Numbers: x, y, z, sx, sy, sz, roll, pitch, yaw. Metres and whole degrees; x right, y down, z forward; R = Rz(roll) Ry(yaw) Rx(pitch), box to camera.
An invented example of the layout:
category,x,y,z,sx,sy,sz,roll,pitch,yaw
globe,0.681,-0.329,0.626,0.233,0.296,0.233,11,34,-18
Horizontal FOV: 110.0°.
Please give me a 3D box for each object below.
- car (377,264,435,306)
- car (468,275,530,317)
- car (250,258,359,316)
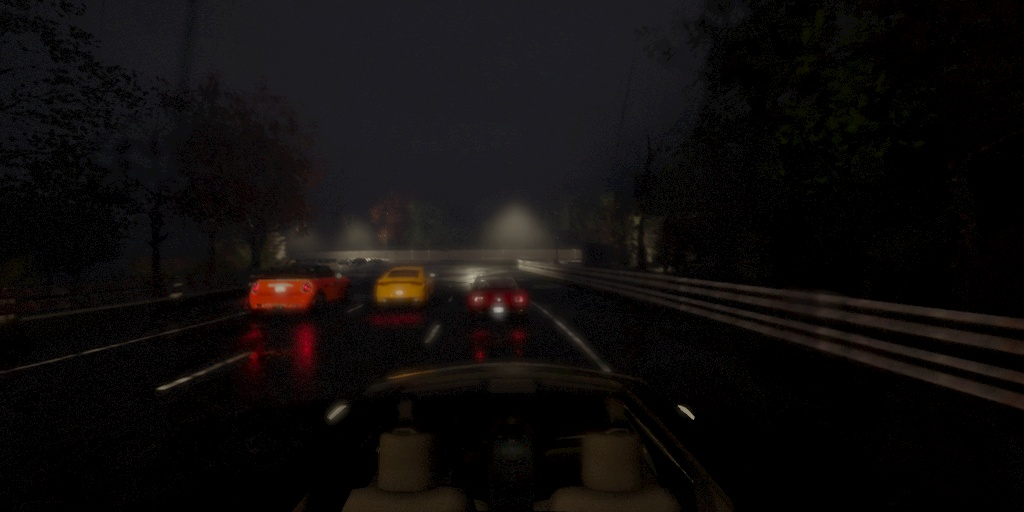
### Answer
category,x,y,z,sx,sy,sz,roll,pitch,yaw
car,-4.512,1.218,15.766,1.882,1.535,5.008,0,0,-8
car,-0.601,1.330,12.985,1.895,1.301,4.718,0,0,-5
car,-7.780,1.110,13.783,2.097,1.767,4.553,0,0,-7
